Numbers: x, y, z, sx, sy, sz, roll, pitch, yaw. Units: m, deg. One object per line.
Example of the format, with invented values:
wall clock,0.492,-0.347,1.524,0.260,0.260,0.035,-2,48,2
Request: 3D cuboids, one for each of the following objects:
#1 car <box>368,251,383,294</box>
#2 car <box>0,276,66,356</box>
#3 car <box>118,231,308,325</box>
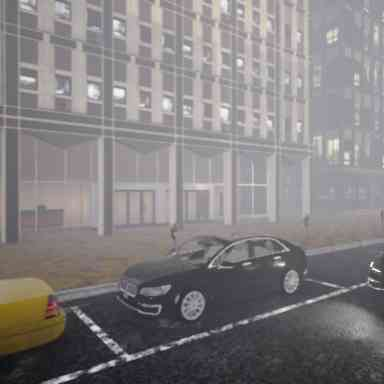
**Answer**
car,5.917,1.503,7.598,4.892,1.490,1.837,0,0,-36
car,-4.022,1.526,3.694,4.829,1.417,1.752,0,0,-36
car,0.636,1.550,7.016,4.403,1.369,2.008,0,0,-36
